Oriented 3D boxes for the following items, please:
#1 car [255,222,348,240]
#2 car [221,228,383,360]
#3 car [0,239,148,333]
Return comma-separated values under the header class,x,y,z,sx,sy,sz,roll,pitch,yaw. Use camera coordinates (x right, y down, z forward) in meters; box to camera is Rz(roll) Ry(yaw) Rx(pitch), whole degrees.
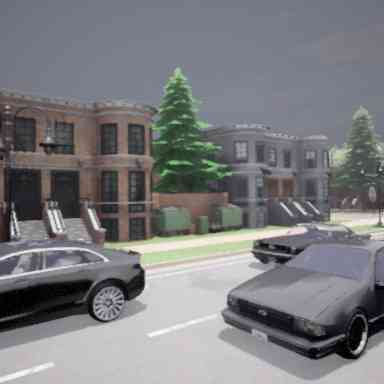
class,x,y,z,sx,sy,sz,roll,pitch,yaw
car,4.231,1.762,11.555,4.718,1.301,1.895,0,-1,-37
car,3.065,1.627,6.297,5.357,1.411,2.033,0,-1,-37
car,-3.170,1.664,5.969,4.902,1.511,2.128,0,-1,-37
